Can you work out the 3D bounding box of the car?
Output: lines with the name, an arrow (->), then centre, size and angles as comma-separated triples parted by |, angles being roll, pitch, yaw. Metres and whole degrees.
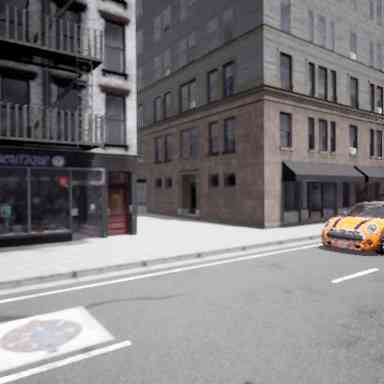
car -> 6.917, 1.159, 12.525 | 4.553, 1.767, 2.097 | -1, 1, -35
